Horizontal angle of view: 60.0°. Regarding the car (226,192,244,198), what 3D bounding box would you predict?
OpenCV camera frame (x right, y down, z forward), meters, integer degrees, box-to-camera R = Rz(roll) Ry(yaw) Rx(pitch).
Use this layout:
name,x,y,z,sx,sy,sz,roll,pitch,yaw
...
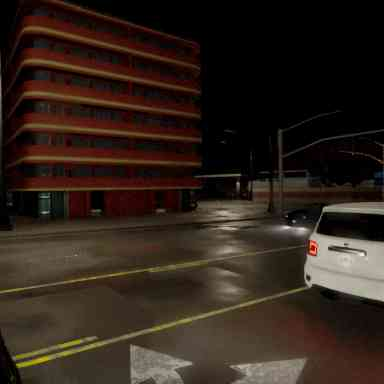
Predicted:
name,x,y,z,sx,sy,sz,roll,pitch,yaw
car,11.360,0.818,85.096,3.806,1.475,1.970,-1,1,-35

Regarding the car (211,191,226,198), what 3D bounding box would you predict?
name,x,y,z,sx,sy,sz,roll,pitch,yaw
car,7.393,0.671,89.321,4.611,1.667,2.242,-1,1,-35

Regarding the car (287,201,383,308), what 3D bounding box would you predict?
name,x,y,z,sx,sy,sz,roll,pitch,yaw
car,4.767,1.218,7.130,5.566,2.045,2.150,0,0,-35

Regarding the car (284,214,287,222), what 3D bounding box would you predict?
name,x,y,z,sx,sy,sz,roll,pitch,yaw
car,8.744,1.491,22.965,5.357,1.411,2.033,0,0,-35

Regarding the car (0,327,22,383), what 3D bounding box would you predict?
name,x,y,z,sx,sy,sz,roll,pitch,yaw
car,-3.674,1.222,1.131,5.566,2.045,2.150,0,0,-35
